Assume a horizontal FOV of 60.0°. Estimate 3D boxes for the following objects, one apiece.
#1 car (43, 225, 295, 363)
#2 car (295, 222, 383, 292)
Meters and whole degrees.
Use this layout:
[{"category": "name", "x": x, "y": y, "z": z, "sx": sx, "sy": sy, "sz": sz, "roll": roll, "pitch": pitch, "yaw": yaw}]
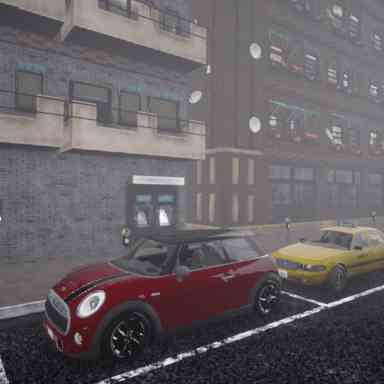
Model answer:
[{"category": "car", "x": -0.363, "y": 1.441, "z": 5.829, "sx": 4.097, "sy": 1.590, "sz": 1.967, "roll": 0, "pitch": 1, "yaw": -36}, {"category": "car", "x": 4.013, "y": 1.527, "z": 8.957, "sx": 4.829, "sy": 1.417, "sz": 1.752, "roll": 0, "pitch": 1, "yaw": -36}]
